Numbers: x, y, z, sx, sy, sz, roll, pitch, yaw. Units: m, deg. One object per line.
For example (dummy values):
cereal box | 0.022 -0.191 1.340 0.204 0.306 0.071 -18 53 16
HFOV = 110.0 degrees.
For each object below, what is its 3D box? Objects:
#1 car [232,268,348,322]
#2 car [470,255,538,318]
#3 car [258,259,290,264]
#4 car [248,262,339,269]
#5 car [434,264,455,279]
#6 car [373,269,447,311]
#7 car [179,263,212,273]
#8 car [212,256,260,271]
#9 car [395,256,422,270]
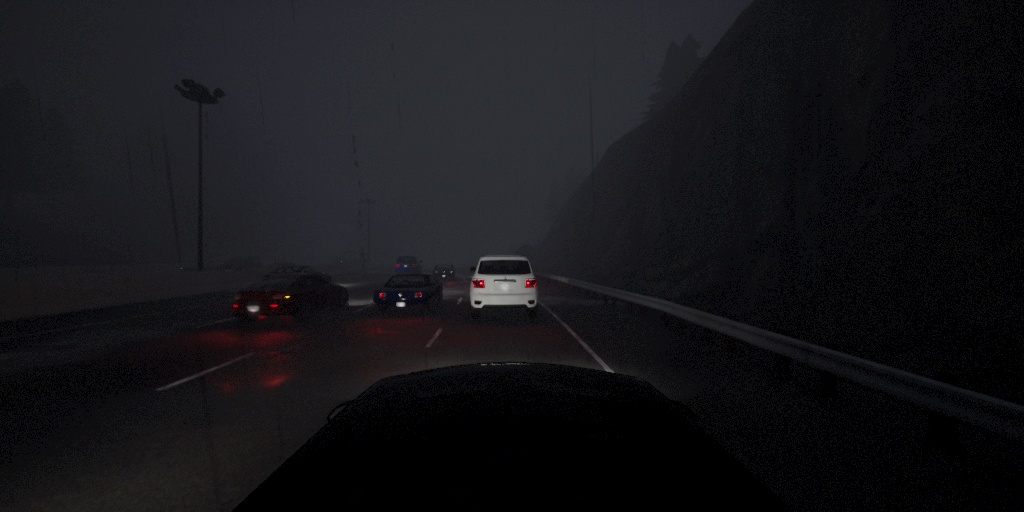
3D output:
car | -7.330 1.301 12.296 1.812 1.442 4.674 0 0 -3
car | -0.369 0.983 13.277 2.150 2.045 5.566 0 0 -3
car | -25.438 1.316 39.475 1.882 1.535 5.008 0 0 -12
car | -11.426 1.282 19.347 2.128 1.511 4.902 0 0 -6
car | -6.076 1.391 32.262 1.895 1.301 4.718 0 0 -9
car | -3.956 1.371 14.503 1.895 1.301 4.718 0 0 -4
car | -36.792 1.466 42.380 1.895 1.301 4.718 0 0 -12
car | -28.743 1.066 38.184 2.150 2.045 5.566 0 0 -12
car | -10.160 1.023 35.291 2.150 2.045 5.566 0 0 -10
